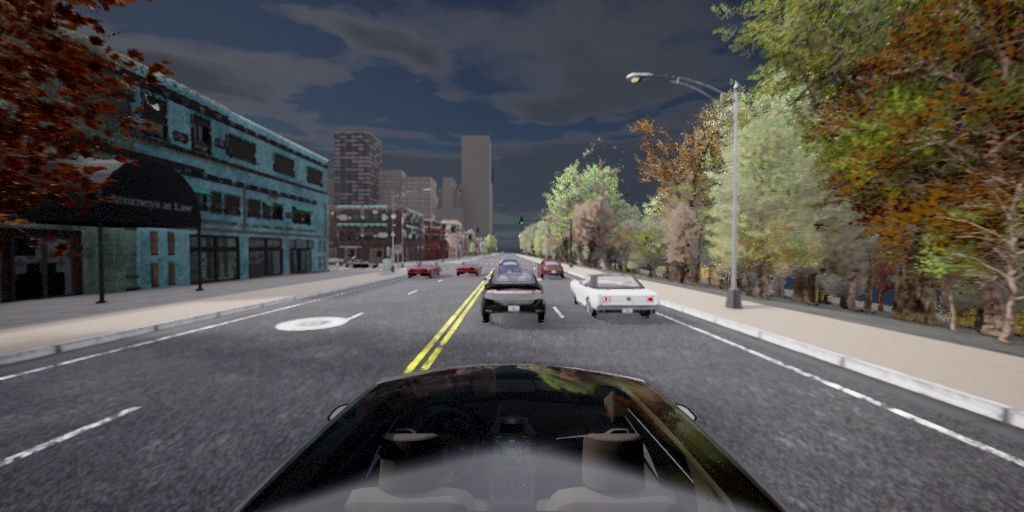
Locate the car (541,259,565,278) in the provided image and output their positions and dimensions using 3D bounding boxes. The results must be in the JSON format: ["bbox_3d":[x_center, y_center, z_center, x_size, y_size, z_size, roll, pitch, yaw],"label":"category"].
[{"bbox_3d":[3.091,0.994,29.118,1.812,1.442,4.674,0,1,-1],"label":"car"}]

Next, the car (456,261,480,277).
[{"bbox_3d":[-3.607,1.056,30.616,1.895,1.301,4.718,0,1,0],"label":"car"}]

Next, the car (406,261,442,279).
[{"bbox_3d":[-6.839,1.079,28.362,1.895,1.301,4.718,0,1,0],"label":"car"}]

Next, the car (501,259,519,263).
[{"bbox_3d":[-0.160,0.995,29.128,1.812,1.442,4.674,0,1,-1],"label":"car"}]

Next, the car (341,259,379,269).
[{"bbox_3d":[-20.430,1.087,49.027,4.313,1.339,1.948,0,0,-1],"label":"car"}]

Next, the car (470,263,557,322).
[{"bbox_3d":[0.025,1.137,11.789,2.128,1.511,4.902,0,1,-1],"label":"car"}]

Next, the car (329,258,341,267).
[{"bbox_3d":[-28.857,0.999,57.446,4.403,1.370,2.007,0,0,-1],"label":"car"}]

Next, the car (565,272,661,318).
[{"bbox_3d":[3.271,1.240,12.413,1.895,1.301,4.718,0,1,-1],"label":"car"}]
